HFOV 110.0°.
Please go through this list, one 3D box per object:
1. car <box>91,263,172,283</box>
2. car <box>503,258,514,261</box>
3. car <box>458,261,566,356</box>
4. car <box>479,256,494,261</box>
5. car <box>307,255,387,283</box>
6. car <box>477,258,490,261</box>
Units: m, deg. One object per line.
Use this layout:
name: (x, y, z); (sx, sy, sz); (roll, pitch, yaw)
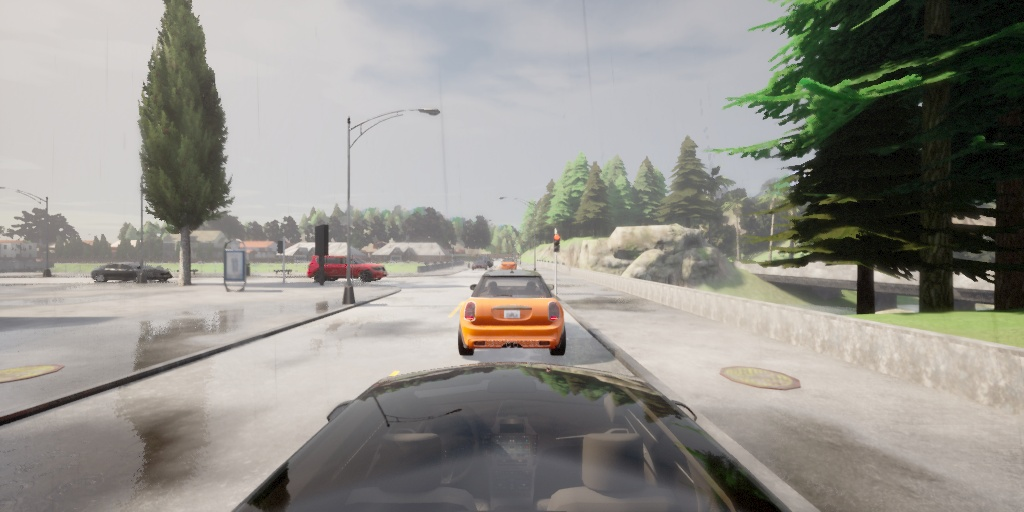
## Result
car: (-28.484, 1.253, 26.932); (4.892, 1.490, 1.837); (0, 0, -1)
car: (-0.409, 1.098, 47.257); (2.097, 1.767, 4.553); (0, 0, 1)
car: (-0.003, 1.101, 8.792); (2.097, 1.767, 4.553); (0, 0, 0)
car: (-4.622, 0.966, 60.793); (2.150, 2.045, 5.566); (0, 0, 0)
car: (-12.439, 0.968, 27.186); (5.566, 2.045, 2.150); (0, 0, -2)
car: (-4.549, 1.310, 51.197); (1.994, 1.385, 4.181); (0, 0, 0)
